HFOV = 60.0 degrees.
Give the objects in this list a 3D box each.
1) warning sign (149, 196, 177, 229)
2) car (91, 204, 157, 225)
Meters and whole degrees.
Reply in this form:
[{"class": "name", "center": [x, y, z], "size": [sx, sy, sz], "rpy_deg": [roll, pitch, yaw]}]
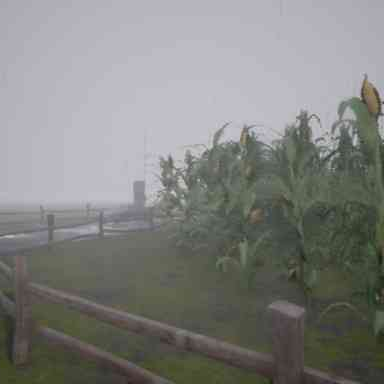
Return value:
[{"class": "warning sign", "center": [-1.781, 1.224, 20.326], "size": [1.300, 1.860, 1.060], "rpy_deg": [1, 1, 35]}, {"class": "car", "center": [-4.941, 1.615, 25.060], "size": [2.033, 1.411, 5.357], "rpy_deg": [1, 0, 35]}]
